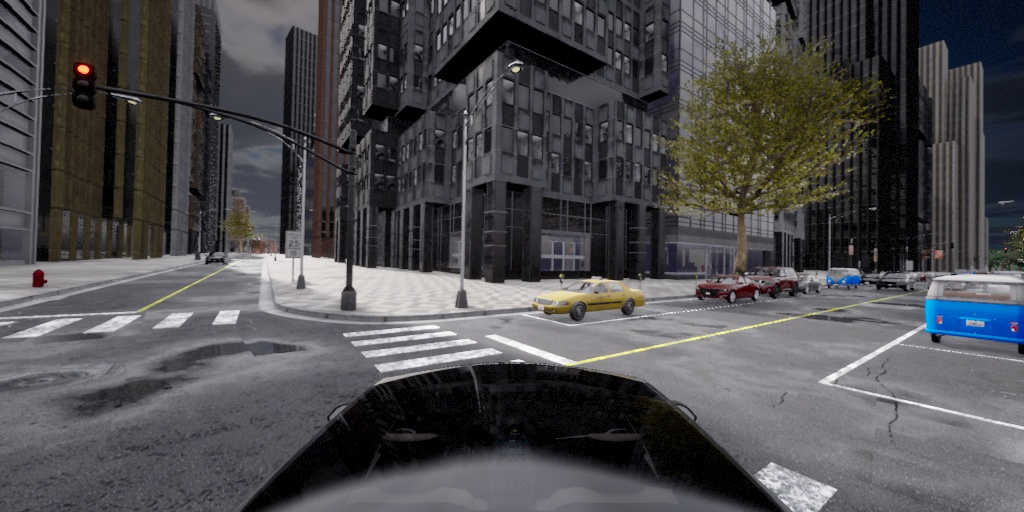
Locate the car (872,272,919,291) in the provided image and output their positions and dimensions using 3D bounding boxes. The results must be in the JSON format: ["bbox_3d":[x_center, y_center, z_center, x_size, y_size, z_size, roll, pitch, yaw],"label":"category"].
[{"bbox_3d":[33.301,2.196,31.097,4.892,1.490,1.837,2,-1,-35],"label":"car"}]

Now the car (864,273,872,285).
[{"bbox_3d":[37.766,2.418,37.581,4.313,1.339,1.948,0,0,-35],"label":"car"}]

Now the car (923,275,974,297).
[{"bbox_3d":[33.477,2.198,27.479,5.357,1.411,2.033,2,-1,-34],"label":"car"}]

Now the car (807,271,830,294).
[{"bbox_3d":[20.421,1.936,25.479,4.403,1.370,2.007,0,0,-35],"label":"car"}]

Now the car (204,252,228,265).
[{"bbox_3d":[-35.477,0.251,43.133,1.837,1.490,4.892,2,0,-35],"label":"car"}]

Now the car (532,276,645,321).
[{"bbox_3d":[2.929,1.453,13.284,4.829,1.417,1.751,0,0,-35],"label":"car"}]

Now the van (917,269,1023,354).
[{"bbox_3d":[12.376,1.390,9.472,3.998,1.789,1.690,0,0,-35],"label":"van"}]

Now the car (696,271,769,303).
[{"bbox_3d":[11.748,1.701,19.428,4.507,1.381,1.888,0,0,-35],"label":"car"}]

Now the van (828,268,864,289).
[{"bbox_3d":[29.094,1.959,31.530,3.998,1.789,1.690,0,0,-35],"label":"van"}]

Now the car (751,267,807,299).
[{"bbox_3d":[16.084,1.585,22.454,5.009,1.841,2.192,0,0,-35],"label":"car"}]
